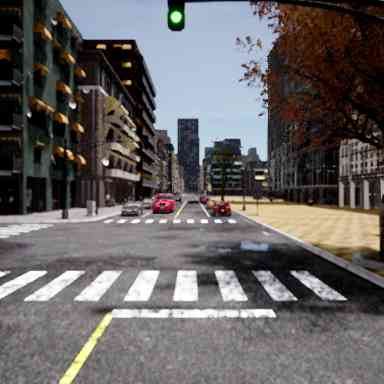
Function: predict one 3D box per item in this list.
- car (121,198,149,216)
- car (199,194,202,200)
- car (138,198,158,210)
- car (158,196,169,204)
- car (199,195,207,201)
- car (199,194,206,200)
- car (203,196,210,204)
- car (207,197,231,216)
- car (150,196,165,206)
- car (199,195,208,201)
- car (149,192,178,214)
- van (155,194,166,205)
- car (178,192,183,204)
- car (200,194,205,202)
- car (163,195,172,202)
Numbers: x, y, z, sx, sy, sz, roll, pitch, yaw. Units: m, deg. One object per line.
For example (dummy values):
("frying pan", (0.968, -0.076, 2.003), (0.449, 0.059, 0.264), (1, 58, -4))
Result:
("car", (-5.639, 1.511, 31.832), (2.008, 1.369, 4.403), (0, 0, 0))
("car", (2.802, 1.469, 70.718), (1.752, 1.417, 4.829), (0, 0, 0))
("car", (-5.622, 1.504, 42.898), (2.008, 1.369, 4.403), (0, 0, 0))
("car", (-5.587, 1.527, 65.028), (1.802, 1.307, 4.206), (0, 0, 0))
("car", (2.827, 1.497, 87.146), (2.008, 1.369, 4.403), (0, 0, 0))
("car", (2.836, 1.388, 92.677), (1.967, 1.590, 4.097), (0, 0, 0))
("car", (2.759, 1.478, 43.054), (1.752, 1.417, 4.829), (0, 0, 0))
("car", (2.741, 1.505, 31.819), (1.887, 1.381, 4.507), (0, 0, 0))
("car", (-5.604, 1.389, 53.963), (1.967, 1.590, 4.097), (0, 0, 0))
("car", (2.819, 1.489, 81.613), (1.887, 1.381, 4.507), (0, 0, 0))
("car", (-2.944, 1.202, 35.643), (2.150, 2.045, 5.566), (0, 0, 0))
("van", (-5.596, 1.288, 59.496), (1.690, 1.788, 3.998), (0, 0, 0))
("car", (-2.905, 1.097, 60.339), (2.150, 2.045, 5.566), (0, 0, 0))
("car", (2.785, 1.529, 59.481), (1.802, 1.307, 4.206), (0, 0, 0))
("car", (-5.570, 1.384, 76.094), (1.967, 1.590, 4.097), (0, 0, 0))
